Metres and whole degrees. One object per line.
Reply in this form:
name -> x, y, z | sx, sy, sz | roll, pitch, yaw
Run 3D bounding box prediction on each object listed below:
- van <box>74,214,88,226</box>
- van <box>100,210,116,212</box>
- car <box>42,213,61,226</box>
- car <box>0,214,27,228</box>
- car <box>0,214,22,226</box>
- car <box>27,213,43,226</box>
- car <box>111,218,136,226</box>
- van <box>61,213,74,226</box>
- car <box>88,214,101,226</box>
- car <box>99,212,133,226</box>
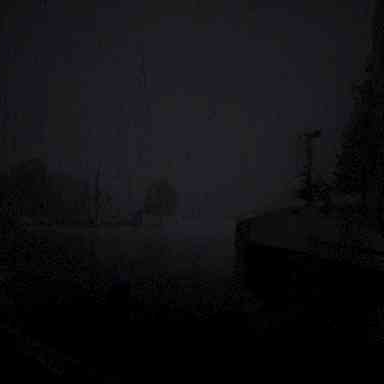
van -> -20.246, 4.570, 55.085 | 4.442, 1.987, 1.878 | 1, -6, 5
van -> -23.264, 6.807, 92.521 | 1.878, 1.987, 4.442 | 1, 1, 10
car -> -23.070, 4.232, 49.608 | 5.366, 1.575, 1.946 | 1, -5, 5
car -> -19.736, 2.934, 33.718 | 1.882, 1.535, 5.008 | 0, -5, 17
car -> -25.391, 3.721, 44.108 | 4.674, 1.452, 2.002 | 1, -5, 5
car -> -24.148, 3.999, 46.855 | 4.674, 1.452, 2.002 | 1, -6, 5
car -> -14.086, 6.221, 68.734 | 4.674, 1.452, 2.002 | 1, -5, 5
van -> -21.505, 4.292, 52.344 | 4.442, 1.987, 1.878 | 1, -6, 5
car -> -19.102, 5.072, 57.799 | 4.892, 1.521, 2.231 | 1, -5, 5
car -> -15.358, 5.653, 66.024 | 5.566, 2.045, 2.435 | 1, -5, 5
